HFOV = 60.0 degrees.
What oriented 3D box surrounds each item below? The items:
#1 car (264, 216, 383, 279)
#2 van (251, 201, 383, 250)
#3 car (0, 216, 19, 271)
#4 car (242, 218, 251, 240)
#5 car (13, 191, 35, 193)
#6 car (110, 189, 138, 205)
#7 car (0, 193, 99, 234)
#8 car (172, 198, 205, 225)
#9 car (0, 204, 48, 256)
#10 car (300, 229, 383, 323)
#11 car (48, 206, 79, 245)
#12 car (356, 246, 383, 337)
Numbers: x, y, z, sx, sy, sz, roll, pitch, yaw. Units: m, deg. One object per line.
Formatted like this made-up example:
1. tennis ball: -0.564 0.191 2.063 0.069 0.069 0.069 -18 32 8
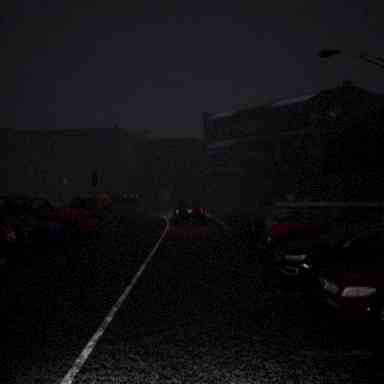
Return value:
1. car: 4.657 1.529 8.742 4.892 1.521 2.231 0 0 0
2. van: 4.534 1.312 11.536 4.442 1.987 1.878 0 0 0
3. car: -7.494 1.523 8.158 5.366 1.575 1.946 0 0 0
4. car: 4.644 1.527 14.344 4.892 1.521 2.231 0 1 0
5. car: -20.054 0.668 40.753 4.553 1.767 2.097 -1 3 14
6. car: -8.375 0.465 38.759 4.553 1.767 2.097 2 4 42
7. car: -7.651 1.247 16.873 5.566 2.045 2.435 0 0 0
8. car: -0.334 1.210 23.623 2.097 1.767 4.553 0 2 -5
9. car: -7.649 1.412 11.101 4.553 1.767 2.185 0 0 0
10. car: 4.653 1.553 5.951 4.674 1.452 2.002 0 0 0
11. car: -7.685 1.530 13.930 5.008 1.535 2.097 0 0 0
12. car: 4.644 1.499 3.282 4.892 1.521 2.231 0 0 0
